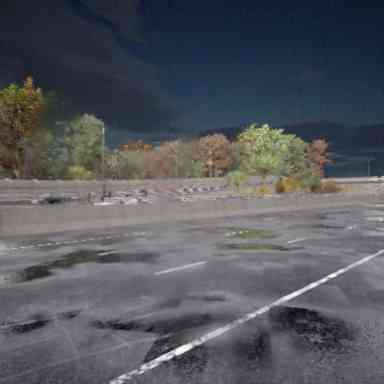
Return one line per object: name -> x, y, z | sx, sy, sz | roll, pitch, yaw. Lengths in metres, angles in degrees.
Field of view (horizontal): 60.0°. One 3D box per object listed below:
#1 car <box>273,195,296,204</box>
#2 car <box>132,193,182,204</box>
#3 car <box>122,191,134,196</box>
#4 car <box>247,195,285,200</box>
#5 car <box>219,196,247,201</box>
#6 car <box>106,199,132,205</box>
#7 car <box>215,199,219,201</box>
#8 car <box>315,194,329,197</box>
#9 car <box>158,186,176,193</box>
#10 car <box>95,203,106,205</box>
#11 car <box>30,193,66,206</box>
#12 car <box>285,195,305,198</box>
car -> 17.035, 1.300, 61.109 | 1.837, 1.490, 4.892 | 0, 0, 44
car -> -2.745, 1.234, 30.047 | 2.097, 1.767, 4.553 | 0, 0, 43
car -> -11.203, 0.542, 57.451 | 1.882, 1.535, 5.008 | 0, 1, 21
car -> 9.680, 1.314, 43.197 | 1.882, 1.535, 5.008 | 0, 0, 44
car -> 6.400, 1.384, 44.824 | 2.033, 1.411, 5.357 | 0, 0, 44
car -> -5.560, 1.406, 32.164 | 1.812, 1.442, 4.674 | 0, 0, 43
car -> 5.264, 1.337, 48.708 | 1.837, 1.490, 4.892 | 0, 0, 44
car -> 21.590, 1.154, 55.757 | 2.097, 1.767, 4.553 | 0, 0, 44
car -> -5.343, -0.237, 71.922 | 2.150, 2.045, 5.566 | 0, 2, 23
car -> -7.834, 1.427, 34.848 | 1.895, 1.301, 4.718 | 1, -2, 43
car -> -17.397, 0.875, 40.489 | 1.812, 1.442, 4.674 | 0, 1, 21
car -> 17.609, 1.295, 56.654 | 2.128, 1.511, 4.902 | 0, 0, 44
